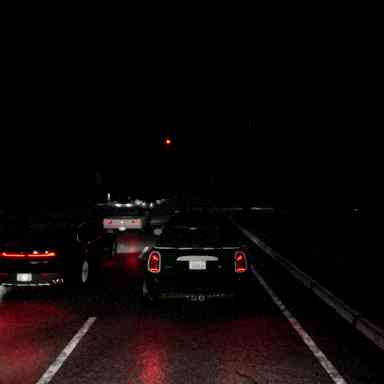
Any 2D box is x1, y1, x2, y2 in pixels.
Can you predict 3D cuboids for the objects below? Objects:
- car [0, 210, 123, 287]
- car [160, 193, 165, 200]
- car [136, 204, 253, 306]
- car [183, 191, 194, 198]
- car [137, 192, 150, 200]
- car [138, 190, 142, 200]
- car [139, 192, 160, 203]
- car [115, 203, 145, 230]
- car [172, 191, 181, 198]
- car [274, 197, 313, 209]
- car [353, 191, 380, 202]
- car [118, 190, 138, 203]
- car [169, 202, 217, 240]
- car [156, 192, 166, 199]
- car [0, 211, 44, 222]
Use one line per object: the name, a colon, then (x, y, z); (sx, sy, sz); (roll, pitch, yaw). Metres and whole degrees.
car: (-3.403, 1.468, 9.175); (1.837, 1.490, 4.892); (0, 0, 0)
car: (-7.086, 1.001, 66.596); (2.033, 1.411, 5.357); (0, 1, 1)
car: (0.098, 1.323, 8.118); (2.097, 1.767, 4.553); (0, 0, 0)
car: (-0.571, 0.709, 86.123); (1.812, 1.442, 4.674); (0, 1, -4)
car: (-10.638, 0.895, 73.577); (2.128, 1.511, 4.902); (0, 1, -1)
car: (-10.601, 0.710, 63.353); (2.150, 2.045, 5.566); (0, 1, 0)
car: (-7.129, 1.106, 56.056); (2.033, 1.411, 5.357); (0, 1, 0)
car: (-3.412, 1.487, 18.496); (1.895, 1.301, 4.718); (0, 0, 0)
car: (-4.046, 0.693, 85.626); (1.837, 1.490, 4.892); (0, 1, -4)
car: (12.176, 1.307, 39.178); (4.718, 1.301, 1.895); (0, 1, -3)
car: (21.927, 0.923, 39.732); (5.566, 2.045, 2.150); (0, 1, -3)
car: (-10.627, 0.929, 53.912); (2.097, 1.767, 4.553); (0, 0, 0)
car: (0.083, 1.388, 17.315); (2.128, 1.511, 4.902); (0, 0, 1)
car: (-7.226, 0.860, 77.361); (2.033, 1.411, 5.357); (0, 1, -1)
car: (-7.108, 1.477, 13.437); (2.033, 1.411, 5.357); (0, 0, 0)
